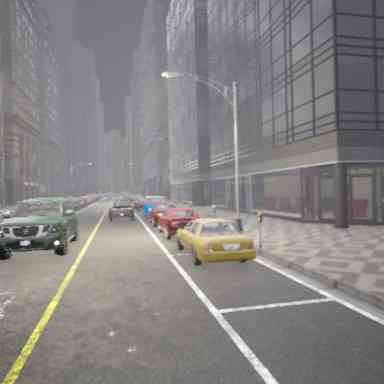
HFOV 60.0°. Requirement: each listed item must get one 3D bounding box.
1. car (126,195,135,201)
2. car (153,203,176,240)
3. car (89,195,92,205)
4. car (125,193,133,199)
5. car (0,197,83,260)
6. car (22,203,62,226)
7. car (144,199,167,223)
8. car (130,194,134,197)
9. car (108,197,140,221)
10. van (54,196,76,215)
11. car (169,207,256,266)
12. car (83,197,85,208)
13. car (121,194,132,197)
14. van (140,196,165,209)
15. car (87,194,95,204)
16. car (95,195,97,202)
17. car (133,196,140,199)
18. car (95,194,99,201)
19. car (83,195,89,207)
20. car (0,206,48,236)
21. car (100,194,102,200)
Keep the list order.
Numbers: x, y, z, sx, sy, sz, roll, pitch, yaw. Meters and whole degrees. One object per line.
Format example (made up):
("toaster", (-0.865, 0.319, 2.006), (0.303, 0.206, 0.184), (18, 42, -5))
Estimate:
("car", (-15.288, 1.354, 82.089), (1.947, 1.339, 4.313), (-1, 0, -13))
("car", (-0.627, 1.440, 16.481), (1.887, 1.381, 4.507), (-1, 0, -13))
("car", (-17.494, 1.616, 52.883), (1.947, 1.339, 4.313), (-1, 0, -13))
("car", (-17.734, 1.215, 93.022), (1.967, 1.590, 4.097), (-1, 0, -13))
("car", (-5.936, 1.270, 13.333), (2.150, 2.045, 5.566), (-2, 0, -13))
("car", (-11.386, 1.640, 25.549), (1.887, 1.381, 4.507), (-1, 0, -13))
("car", (-1.848, 1.431, 21.948), (1.887, 1.381, 4.507), (-1, 0, -13))
("car", (-6.738, 1.289, 43.817), (1.967, 1.590, 4.097), (-1, 0, -13))
("car", (-5.615, 1.437, 26.538), (2.128, 1.511, 4.902), (-2, 0, -12))
("van", (-13.834, 1.418, 36.482), (1.690, 1.788, 3.998), (-1, 0, -13))
("car", (0.558, 1.430, 11.179), (1.752, 1.417, 4.829), (-1, 0, -13))
("car", (-15.050, 1.650, 41.949), (1.802, 1.307, 4.206), (-1, 0, -13))
("car", (-9.172, 1.411, 42.463), (2.128, 1.511, 4.902), (-2, 0, -12))
("van", (-3.074, 1.218, 27.414), (1.690, 1.788, 3.998), (-1, 0, -13))
("car", (-18.718, 1.481, 58.349), (1.967, 1.590, 4.097), (-1, 0, -13))
("car", (-19.937, 1.598, 63.817), (1.947, 1.339, 4.313), (-1, 0, -13))
("car", (-5.514, 1.403, 38.351), (1.887, 1.381, 4.507), (-1, 0, -13))
("car", (-21.164, 1.339, 69.283), (2.192, 1.841, 5.009), (-1, 0, -13))
("car", (-16.275, 1.499, 47.416), (1.967, 1.590, 4.097), (-1, 0, -13))
("car", (-10.164, 1.650, 20.081), (1.887, 1.381, 4.507), (-1, 0, -13))
("car", (-23.607, 1.323, 80.216), (2.192, 1.841, 5.009), (-1, 0, -13))
